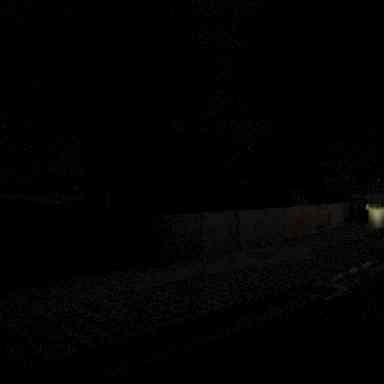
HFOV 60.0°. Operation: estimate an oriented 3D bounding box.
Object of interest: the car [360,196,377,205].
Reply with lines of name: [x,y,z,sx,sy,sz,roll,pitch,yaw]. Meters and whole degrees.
car: [31.426,1.466,59.610,1.812,1.442,4.674,0,0,3]
